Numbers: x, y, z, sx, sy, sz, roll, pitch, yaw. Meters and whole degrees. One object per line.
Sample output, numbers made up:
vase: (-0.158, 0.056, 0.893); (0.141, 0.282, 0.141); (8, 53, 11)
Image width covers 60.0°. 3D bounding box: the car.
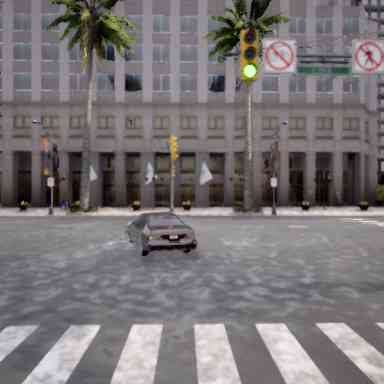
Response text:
car: (-1.421, 1.534, 13.367); (2.033, 1.411, 5.357); (0, 0, -19)
